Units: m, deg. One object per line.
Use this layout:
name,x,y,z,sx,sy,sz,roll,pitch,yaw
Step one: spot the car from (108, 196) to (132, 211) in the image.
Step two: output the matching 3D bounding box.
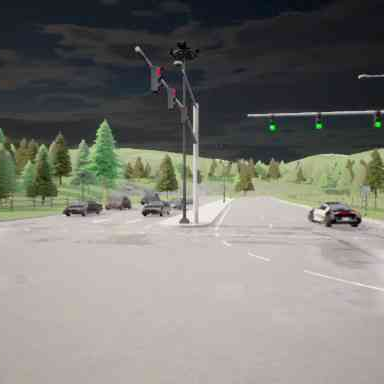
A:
car,-9.085,1.354,41.198,2.097,1.767,4.553,0,0,8

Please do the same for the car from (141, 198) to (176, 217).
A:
car,-3.300,1.547,32.030,2.033,1.411,5.357,0,0,8

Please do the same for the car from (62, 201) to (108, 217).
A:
car,-10.357,1.547,32.101,2.033,1.411,5.357,0,0,8

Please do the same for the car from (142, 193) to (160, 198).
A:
car,-6.982,1.215,56.176,2.150,2.045,5.566,0,1,8

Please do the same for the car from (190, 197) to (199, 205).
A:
car,-0.035,1.525,55.230,1.812,1.442,4.674,0,0,8

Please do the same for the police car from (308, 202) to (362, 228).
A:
police car,9.452,1.470,22.538,2.038,1.542,4.974,-2,0,3

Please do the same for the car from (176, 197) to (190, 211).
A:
car,-1.949,1.491,41.653,2.128,1.511,4.902,0,0,9
